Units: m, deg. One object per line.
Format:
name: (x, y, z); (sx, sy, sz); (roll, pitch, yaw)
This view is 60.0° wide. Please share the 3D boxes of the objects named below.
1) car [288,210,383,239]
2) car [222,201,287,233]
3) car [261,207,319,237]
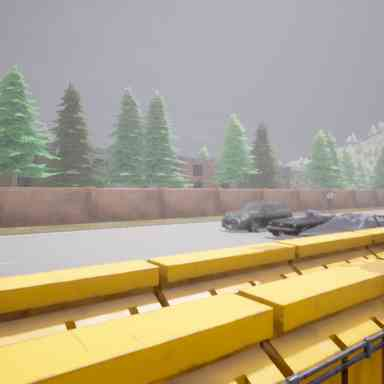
car: (6.330, 1.547, 12.767); (5.357, 1.411, 2.033); (0, 0, -35)
car: (3.929, 1.351, 19.639); (4.553, 1.767, 2.097); (0, 0, -35)
car: (5.962, 1.601, 16.791); (4.718, 1.301, 1.895); (0, 0, -35)
